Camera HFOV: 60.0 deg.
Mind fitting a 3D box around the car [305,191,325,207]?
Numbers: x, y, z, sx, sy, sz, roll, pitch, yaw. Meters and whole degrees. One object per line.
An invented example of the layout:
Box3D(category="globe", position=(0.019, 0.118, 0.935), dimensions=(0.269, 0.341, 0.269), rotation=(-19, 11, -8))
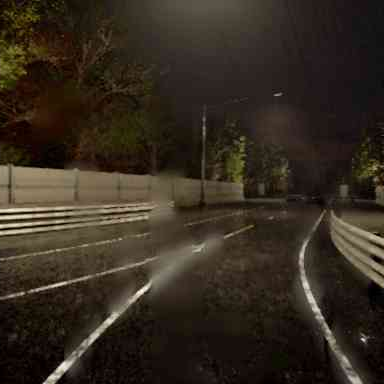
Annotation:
Box3D(category="car", position=(17.348, 0.933, 47.258), dimensions=(2.150, 2.045, 5.566), rotation=(2, 1, 23))

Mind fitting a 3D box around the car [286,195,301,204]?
Box3D(category="car", position=(16.751, 1.191, 54.777), dimensions=(1.895, 1.301, 4.718), rotation=(2, 1, 24))

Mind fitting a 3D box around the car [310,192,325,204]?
Box3D(category="car", position=(21.426, 1.001, 56.685), dimensions=(2.097, 1.767, 4.553), rotation=(1, 1, 23))
